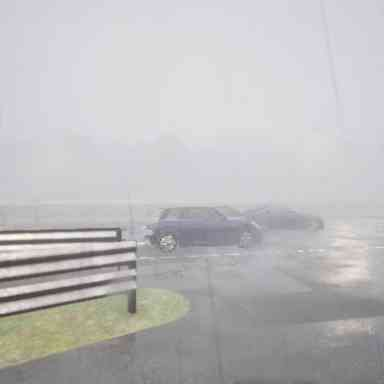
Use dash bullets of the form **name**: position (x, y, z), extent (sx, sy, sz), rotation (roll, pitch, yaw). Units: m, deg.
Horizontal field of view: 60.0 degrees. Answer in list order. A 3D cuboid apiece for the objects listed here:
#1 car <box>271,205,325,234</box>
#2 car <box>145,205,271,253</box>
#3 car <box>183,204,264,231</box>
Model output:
- **car**: position (4.627, 1.458, 17.769), extent (4.902, 1.511, 2.128), rotation (0, 0, -13)
- **car**: position (0.460, 1.309, 13.259), extent (4.553, 1.767, 2.097), rotation (0, 0, -13)
- **car**: position (1.902, 1.528, 20.751), extent (4.674, 1.442, 1.812), rotation (0, 0, -13)
